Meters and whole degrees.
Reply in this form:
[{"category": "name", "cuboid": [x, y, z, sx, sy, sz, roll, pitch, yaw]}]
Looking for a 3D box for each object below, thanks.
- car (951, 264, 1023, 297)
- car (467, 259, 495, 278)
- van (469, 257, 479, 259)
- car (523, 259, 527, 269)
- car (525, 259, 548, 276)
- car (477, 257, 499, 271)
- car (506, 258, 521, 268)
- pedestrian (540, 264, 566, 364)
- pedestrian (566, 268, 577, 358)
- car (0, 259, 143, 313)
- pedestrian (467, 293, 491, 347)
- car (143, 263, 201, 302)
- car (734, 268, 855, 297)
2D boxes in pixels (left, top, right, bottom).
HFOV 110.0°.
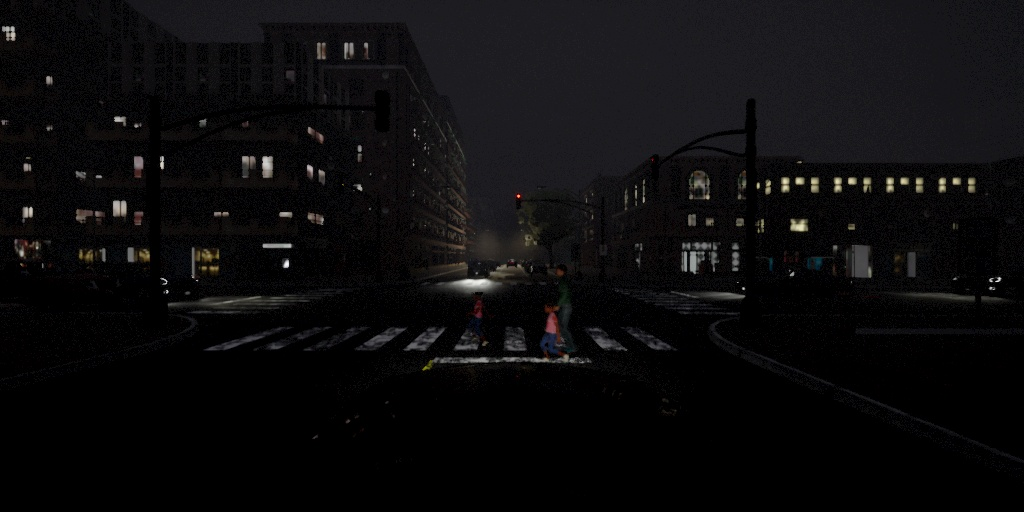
[{"category": "car", "cuboid": [26.721, 1.227, 19.246, 4.553, 1.767, 2.097, 0, 0, 0]}, {"category": "car", "cuboid": [-3.100, 1.262, 34.090, 2.128, 1.511, 4.902, 0, 0, 0]}, {"category": "van", "cuboid": [-5.702, 1.142, 53.950, 1.690, 1.789, 3.998, 0, 0, 0]}, {"category": "car", "cuboid": [2.682, 1.223, 42.557, 1.967, 1.591, 4.097, 0, 0, 0]}, {"category": "car", "cuboid": [2.683, 1.325, 36.860, 2.007, 1.370, 4.403, 0, 0, 0]}, {"category": "car", "cuboid": [-3.099, 1.268, 47.057, 1.882, 1.535, 5.008, 0, 0, 0]}, {"category": "car", "cuboid": [-0.013, 1.311, 63.216, 2.128, 1.511, 4.902, 0, 0, 0]}, {"category": "pedestrian", "cuboid": [0.750, 1.043, 6.718, 0.375, 1.860, 0.375, 0, 0, 0]}, {"category": "pedestrian", "cuboid": [1.065, 1.043, 7.320, 0.375, 1.860, 0.375, 0, 0, 0]}, {"category": "car", "cuboid": [-17.279, 1.012, 13.137, 5.009, 1.841, 2.192, 0, 0, 0]}, {"category": "pedestrian", "cuboid": [-0.730, 1.043, 7.916, 0.375, 1.860, 0.375, 0, 0, 0]}, {"category": "car", "cuboid": [-16.529, 1.051, 15.753, 4.553, 1.767, 2.097, 0, 0, -1]}, {"category": "car", "cuboid": [15.020, 1.370, 19.163, 5.357, 1.411, 2.033, 0, 0, 0]}]
